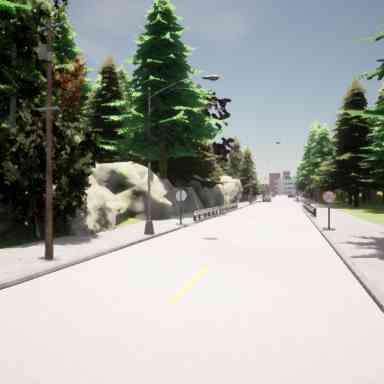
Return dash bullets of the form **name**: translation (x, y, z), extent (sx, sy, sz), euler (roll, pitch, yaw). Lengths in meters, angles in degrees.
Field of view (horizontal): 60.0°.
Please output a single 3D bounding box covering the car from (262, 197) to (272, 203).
- **car**: translation (15.859, 1.738, 70.490), extent (1.837, 1.490, 4.892), euler (0, 0, 16)
